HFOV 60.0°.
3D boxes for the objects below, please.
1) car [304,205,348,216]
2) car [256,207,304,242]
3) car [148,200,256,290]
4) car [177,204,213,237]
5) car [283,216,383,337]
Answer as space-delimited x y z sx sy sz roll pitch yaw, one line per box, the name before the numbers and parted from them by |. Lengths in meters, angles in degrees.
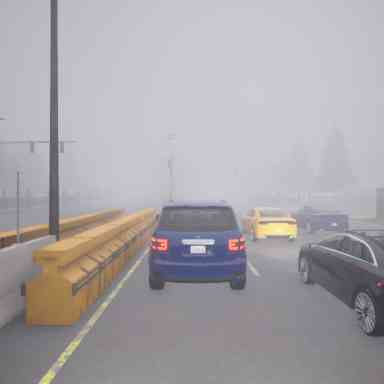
car | 7.154 1.478 19.161 1.882 1.535 5.008 0 0 0
car | 3.646 1.478 16.454 1.882 1.535 5.008 0 0 0
car | 0.127 1.222 9.221 2.150 2.045 5.566 0 0 0
car | 0.154 1.505 19.070 1.837 1.490 4.892 0 0 0
car | 3.615 1.492 6.612 2.128 1.511 4.902 0 0 0
